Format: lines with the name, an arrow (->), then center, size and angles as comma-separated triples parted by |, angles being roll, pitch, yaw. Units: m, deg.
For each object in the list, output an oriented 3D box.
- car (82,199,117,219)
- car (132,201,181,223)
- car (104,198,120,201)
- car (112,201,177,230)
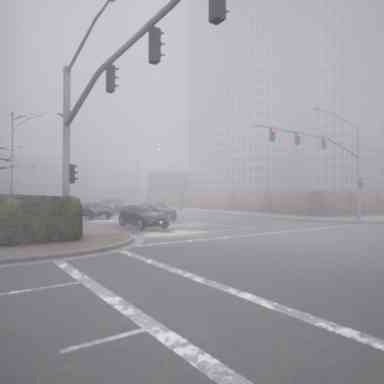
car -> -8.846, 1.617, 29.817 | 2.033, 1.411, 5.357 | 0, 0, -35
car -> -3.096, 1.570, 27.725 | 1.882, 1.535, 5.008 | 0, 0, -35
car -> -8.430, 1.446, 35.328 | 2.097, 1.767, 4.553 | 0, 0, -35
car -> -3.242, 1.573, 21.846 | 1.837, 1.490, 4.892 | 0, 0, -35
